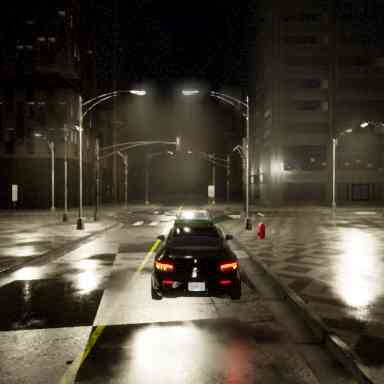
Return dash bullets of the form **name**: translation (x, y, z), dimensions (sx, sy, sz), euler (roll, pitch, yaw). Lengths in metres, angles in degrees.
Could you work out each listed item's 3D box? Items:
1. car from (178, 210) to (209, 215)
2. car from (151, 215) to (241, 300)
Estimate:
- **car**: translation (0.071, 1.593, 17.260), dimensions (1.895, 1.301, 4.718), euler (0, 0, 0)
- **car**: translation (0.083, 1.523, 8.236), dimensions (1.812, 1.442, 4.674), euler (0, 0, 0)
